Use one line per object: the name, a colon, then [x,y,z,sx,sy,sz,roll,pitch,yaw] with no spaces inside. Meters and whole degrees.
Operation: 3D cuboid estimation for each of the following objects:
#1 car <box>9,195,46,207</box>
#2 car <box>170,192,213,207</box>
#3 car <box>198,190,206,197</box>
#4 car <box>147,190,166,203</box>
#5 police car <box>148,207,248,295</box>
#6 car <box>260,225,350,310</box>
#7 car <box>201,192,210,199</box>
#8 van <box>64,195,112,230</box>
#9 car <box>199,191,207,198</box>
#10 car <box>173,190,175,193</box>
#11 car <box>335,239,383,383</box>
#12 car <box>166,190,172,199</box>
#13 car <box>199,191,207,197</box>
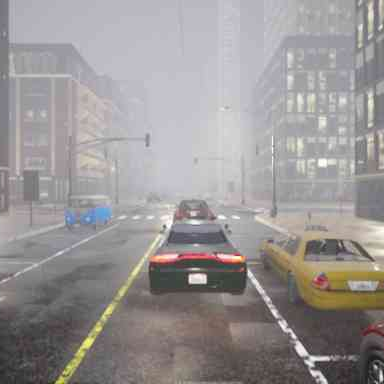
car: [-19.055,0.983,37.852,4.507,1.381,1.887,0,0,0]
car: [0.085,1.095,18.606,2.097,1.767,4.553,0,1,0]
car: [2.692,0.380,90.486,1.967,1.590,4.097,0,1,0]
car: [-5.684,0.662,50.847,2.192,1.841,5.009,0,1,0]
police car: [0.102,1.383,8.499,2.038,1.542,4.974,0,1,0]
car: [2.707,1.416,7.571,1.752,1.417,4.829,1,1,0]
car: [2.693,0.684,68.006,1.752,1.417,4.829,0,1,0]
van: [-5.660,1.086,18.444,1.690,1.788,3.998,1,1,0]
car: [2.692,0.571,79.331,1.752,1.417,4.829,0,1,0]
car: [-5.687,0.487,79.160,1.967,1.590,4.097,0,1,0]
car: [2.706,1.411,1.877,1.967,1.590,4.097,1,1,0]
car: [-5.687,0.726,67.836,1.947,1.339,4.313,0,1,0]
car: [2.692,0.560,84.825,1.947,1.339,4.313,0,1,0]
